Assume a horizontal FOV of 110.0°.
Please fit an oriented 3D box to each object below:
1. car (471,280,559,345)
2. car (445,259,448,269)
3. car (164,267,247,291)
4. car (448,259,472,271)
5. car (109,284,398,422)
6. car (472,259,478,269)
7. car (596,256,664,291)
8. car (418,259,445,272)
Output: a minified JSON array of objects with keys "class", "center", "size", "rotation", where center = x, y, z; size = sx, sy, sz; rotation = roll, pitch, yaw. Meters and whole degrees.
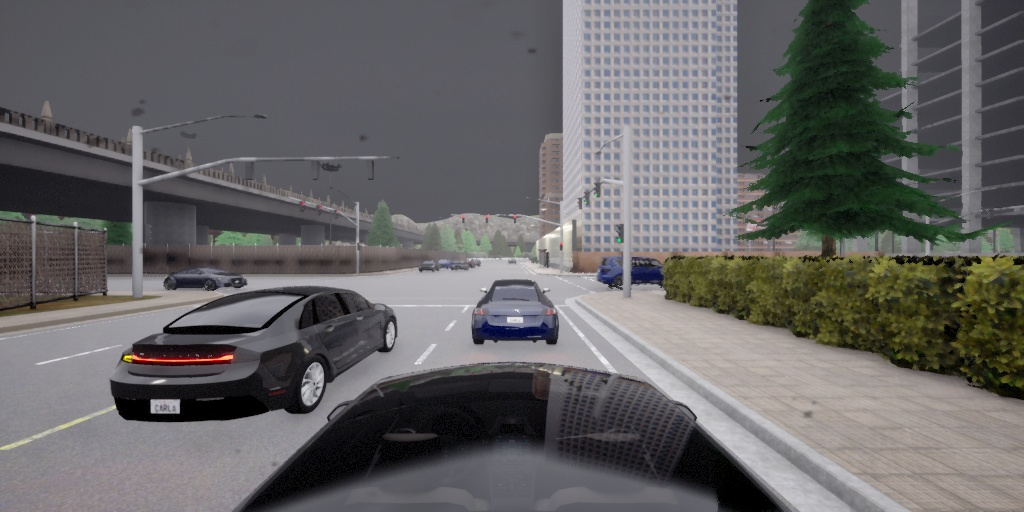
[{"class":"car","center":[0.079,1.314,9.544],"size":[1.994,1.385,4.181],"rotation":[0,0,0]},{"class":"car","center":[-10.587,1.227,55.863],"size":[1.882,1.535,5.008],"rotation":[0,0,0]},{"class":"car","center":[-18.504,1.368,21.731],"size":[4.181,1.385,1.994],"rotation":[0,0,6]},{"class":"car","center":[-7.084,1.314,49.166],"size":[1.994,1.385,4.181],"rotation":[0,0,0]},{"class":"car","center":[-3.440,1.255,6.001],"size":[1.837,1.490,4.892],"rotation":[0,0,0]},{"class":"car","center":[-7.082,1.351,57.920],"size":[1.895,1.301,4.718],"rotation":[0,0,0]},{"class":"car","center":[8.029,1.029,22.127],"size":[5.566,2.045,2.150],"rotation":[0,0,0]},{"class":"car","center":[-10.592,1.297,46.413],"size":[2.033,1.411,5.357],"rotation":[0,0,0]}]
